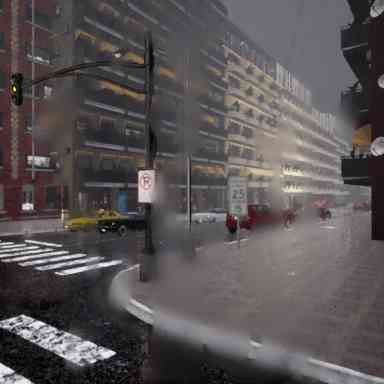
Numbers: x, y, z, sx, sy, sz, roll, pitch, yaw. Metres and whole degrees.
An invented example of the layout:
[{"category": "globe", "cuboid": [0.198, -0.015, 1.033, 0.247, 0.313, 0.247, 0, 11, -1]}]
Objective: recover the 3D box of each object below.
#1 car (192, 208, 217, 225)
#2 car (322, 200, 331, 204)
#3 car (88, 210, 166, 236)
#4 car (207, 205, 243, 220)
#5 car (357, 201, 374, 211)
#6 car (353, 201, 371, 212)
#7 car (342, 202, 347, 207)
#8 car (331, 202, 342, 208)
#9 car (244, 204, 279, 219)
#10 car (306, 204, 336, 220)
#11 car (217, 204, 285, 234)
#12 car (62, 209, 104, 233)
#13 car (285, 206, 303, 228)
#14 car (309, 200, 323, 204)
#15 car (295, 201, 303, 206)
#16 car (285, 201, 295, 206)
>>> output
[{"category": "car", "cuboid": [1.962, 2.093, 29.022, 1.895, 1.301, 4.718, 0, -1, 35]}, {"category": "car", "cuboid": [26.429, 2.640, 68.490, 2.192, 1.841, 5.009, -1, -2, 35]}, {"category": "car", "cuboid": [-3.787, 1.911, 20.817, 1.895, 1.301, 4.718, 0, -1, 35]}, {"category": "car", "cuboid": [3.682, 2.164, 36.016, 1.887, 1.381, 4.507, -1, -2, 35]}, {"category": "car", "cuboid": [33.300, 2.622, 63.751, 2.192, 1.841, 5.009, -1, -2, 35]}, {"category": "car", "cuboid": [30.050, 2.522, 59.112, 2.192, 1.841, 5.009, -1, -2, 35]}, {"category": "car", "cuboid": [39.432, 3.282, 87.040, 1.947, 1.339, 4.313, -1, -2, 35]}, {"category": "car", "cuboid": [32.931, 3.067, 77.762, 1.887, 1.381, 4.507, -1, -2, 35]}, {"category": "car", "cuboid": [7.939, 2.171, 37.532, 2.128, 1.511, 4.902, 0, -1, 35]}, {"category": "car", "cuboid": [13.804, 2.284, 35.914, 1.802, 1.307, 4.206, -1, -2, 35]}, {"category": "car", "cuboid": [4.053, 1.711, 22.006, 2.192, 1.841, 5.009, -1, -2, 35]}, {"category": "car", "cuboid": [-6.165, 1.834, 21.962, 1.752, 1.417, 4.829, -1, -2, 35]}, {"category": "car", "cuboid": [7.304, 2.043, 26.638, 1.887, 1.381, 4.507, -1, -2, 35]}, {"category": "car", "cuboid": [23.182, 2.771, 63.847, 1.887, 1.381, 4.507, -1, -2, 35]}, {"category": "car", "cuboid": [16.680, 2.340, 54.576, 2.192, 1.841, 5.009, -1, -2, 35]}, {"category": "car", "cuboid": [13.333, 2.446, 49.792, 1.752, 1.417, 4.829, -1, -2, 35]}]
